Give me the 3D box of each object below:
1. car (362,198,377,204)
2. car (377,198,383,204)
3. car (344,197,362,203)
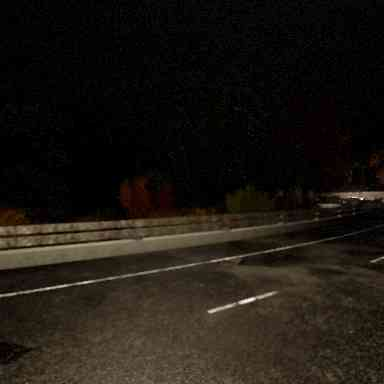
[{"bbox_3d":[43.522,2.228,83.470,1.895,1.301,4.718,0,0,2],"label":"car"},{"bbox_3d":[47.012,2.176,83.177,2.033,1.411,5.357,0,0,2],"label":"car"},{"bbox_3d":[40.031,2.129,83.704,1.837,1.490,4.892,0,0,2],"label":"car"}]
